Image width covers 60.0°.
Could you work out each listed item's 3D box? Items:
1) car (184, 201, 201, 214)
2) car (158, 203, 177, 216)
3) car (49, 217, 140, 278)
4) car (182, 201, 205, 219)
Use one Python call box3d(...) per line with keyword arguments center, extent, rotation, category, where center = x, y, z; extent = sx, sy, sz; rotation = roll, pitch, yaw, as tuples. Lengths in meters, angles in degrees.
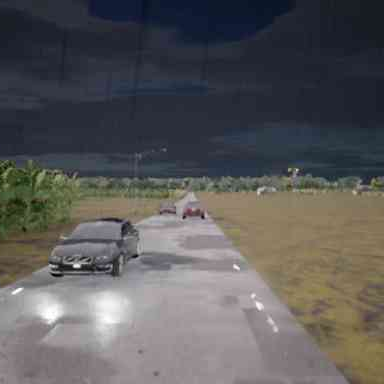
box3d(center=(0.134, 1.993, 43.763), extent=(2.128, 1.511, 4.902), rotation=(0, -1, 1), category="car")
box3d(center=(-2.804, 2.007, 38.857), extent=(1.994, 1.385, 4.181), rotation=(0, -1, 0), category="car")
box3d(center=(-2.839, 1.623, 10.648), extent=(1.837, 1.490, 4.892), rotation=(0, -1, 0), category="car")
box3d(center=(0.138, 1.724, 33.106), extent=(2.097, 1.767, 4.553), rotation=(0, -1, 0), category="car")
